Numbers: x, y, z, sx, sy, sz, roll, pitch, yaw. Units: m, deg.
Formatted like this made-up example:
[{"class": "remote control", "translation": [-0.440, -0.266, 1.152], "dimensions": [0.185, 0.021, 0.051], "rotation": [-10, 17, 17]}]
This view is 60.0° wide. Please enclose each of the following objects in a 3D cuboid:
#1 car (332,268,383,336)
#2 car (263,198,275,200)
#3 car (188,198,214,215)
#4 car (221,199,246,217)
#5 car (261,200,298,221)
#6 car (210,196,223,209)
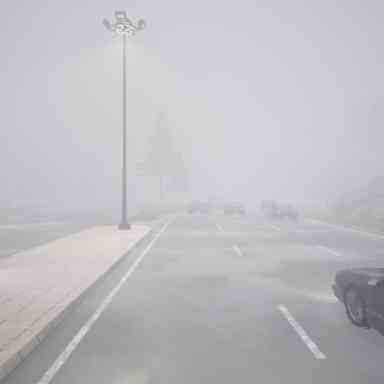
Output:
[{"class": "car", "translation": [3.599, 1.547, 3.905], "dimensions": [2.033, 1.411, 5.357], "rotation": [0, 0, 0]}, {"class": "car", "translation": [9.328, 1.478, 40.110], "dimensions": [1.882, 1.535, 5.008], "rotation": [0, 0, 15]}, {"class": "car", "translation": [0.871, 1.601, 34.412], "dimensions": [1.895, 1.301, 4.718], "rotation": [0, 0, 9]}, {"class": "car", "translation": [4.005, 1.601, 31.704], "dimensions": [1.895, 1.301, 4.718], "rotation": [0, 0, 5]}, {"class": "car", "translation": [7.240, 1.601, 27.503], "dimensions": [1.895, 1.301, 4.718], "rotation": [0, 0, 2]}, {"class": "car", "translation": [3.296, 1.352, 44.422], "dimensions": [2.097, 1.767, 4.553], "rotation": [0, 0, 16]}]
